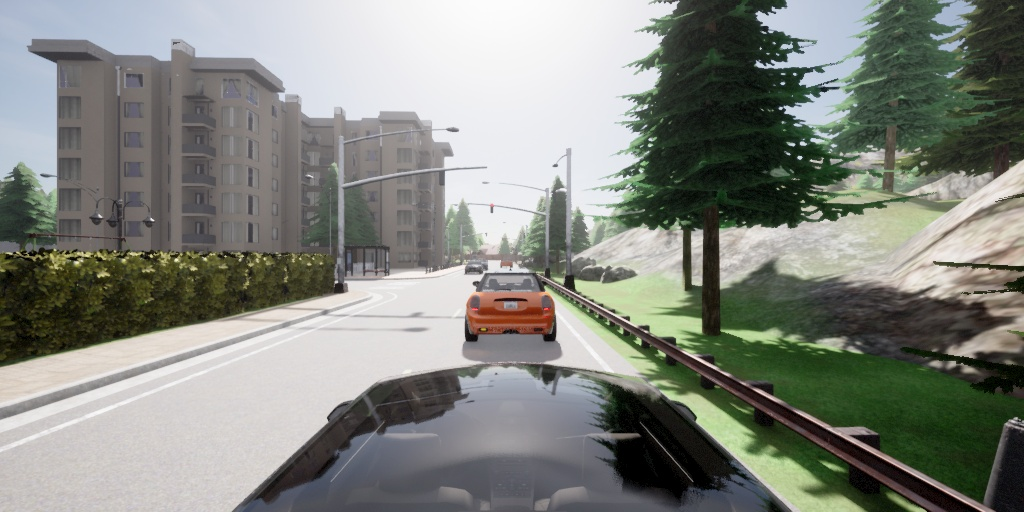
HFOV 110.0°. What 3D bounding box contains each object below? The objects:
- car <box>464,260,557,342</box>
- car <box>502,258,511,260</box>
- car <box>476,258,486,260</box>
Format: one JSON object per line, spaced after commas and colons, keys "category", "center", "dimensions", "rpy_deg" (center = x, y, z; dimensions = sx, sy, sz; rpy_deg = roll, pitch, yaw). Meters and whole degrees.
{"category": "car", "center": [-0.052, 1.102, 9.975], "dimensions": [2.097, 1.767, 4.553], "rpy_deg": [0, 0, -1]}
{"category": "car", "center": [-0.926, 1.101, 61.232], "dimensions": [2.097, 1.767, 4.553], "rpy_deg": [0, 0, -1]}
{"category": "car", "center": [-4.265, 1.254, 40.761], "dimensions": [1.837, 1.490, 4.892], "rpy_deg": [0, 0, -1]}
